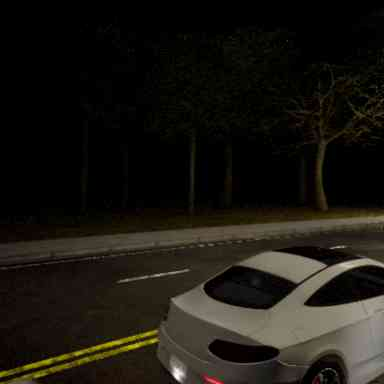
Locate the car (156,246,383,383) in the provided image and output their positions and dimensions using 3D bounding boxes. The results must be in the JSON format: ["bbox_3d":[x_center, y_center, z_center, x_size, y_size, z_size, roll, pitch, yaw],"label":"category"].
[{"bbox_3d":[1.784,1.491,4.493,4.674,1.442,1.812,-1,0,-34],"label":"car"}]
